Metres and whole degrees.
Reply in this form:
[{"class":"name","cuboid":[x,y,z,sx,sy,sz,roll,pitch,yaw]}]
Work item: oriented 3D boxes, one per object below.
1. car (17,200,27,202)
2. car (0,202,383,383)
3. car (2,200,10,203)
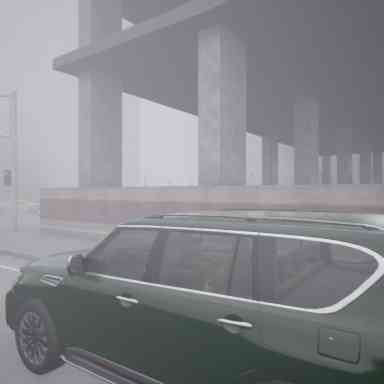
[{"class":"car","cuboid":[-14.323,1.558,33.456,2.128,1.511,4.902,0,0,36]},{"class":"car","cuboid":[0.074,1.222,3.932,5.566,2.045,2.150,0,0,36]},{"class":"car","cuboid":[-18.372,1.546,33.810,1.882,1.535,5.008,0,0,36]}]
